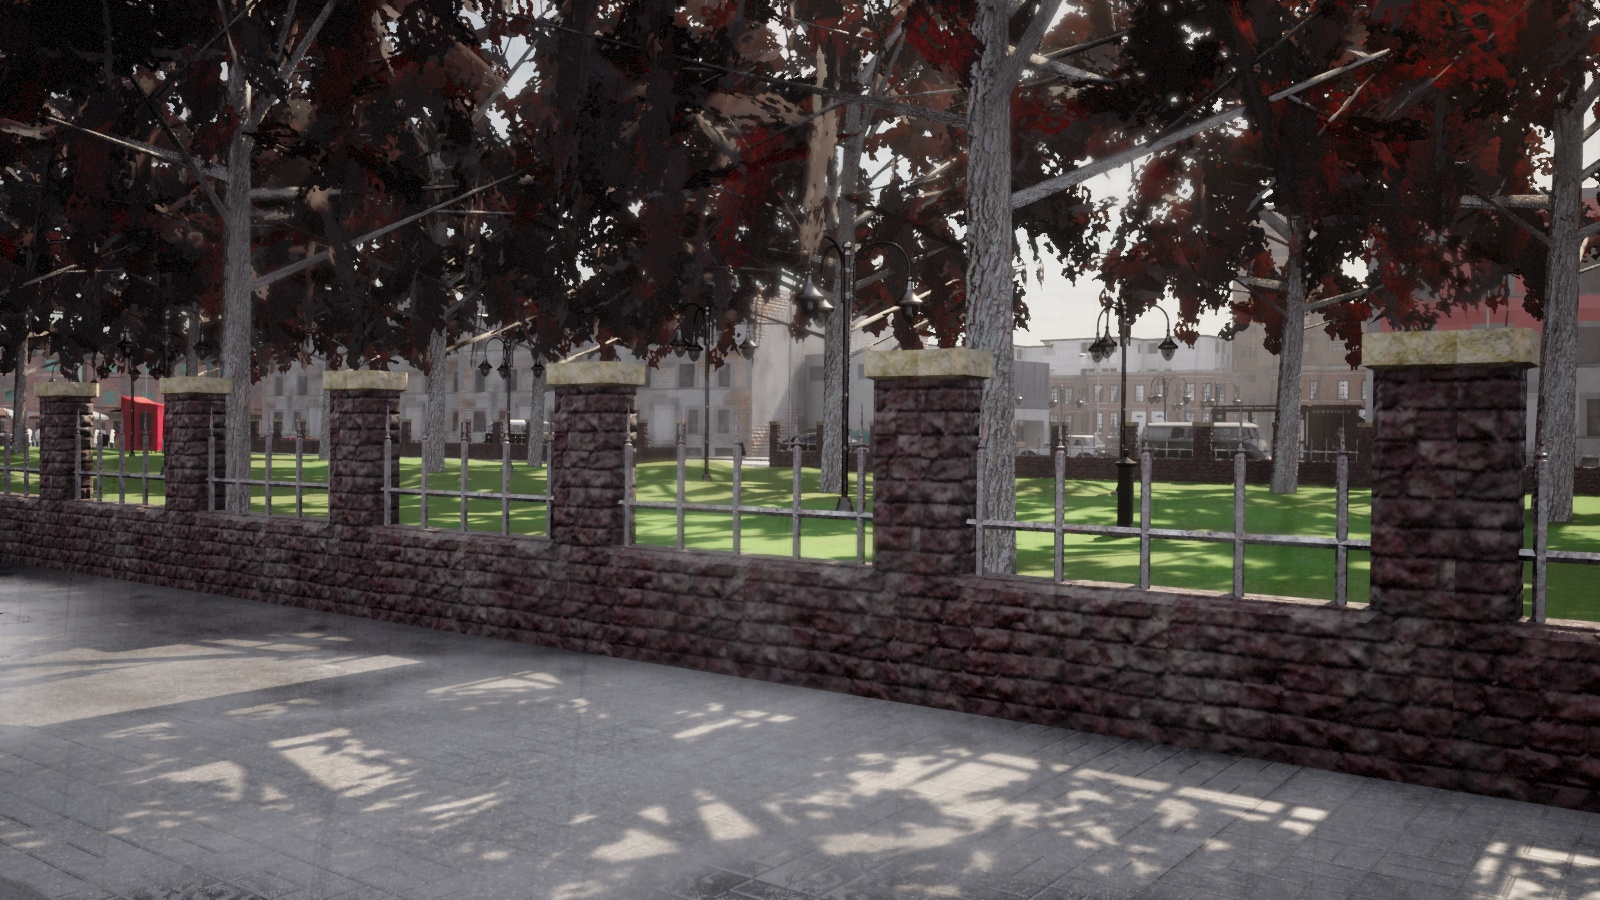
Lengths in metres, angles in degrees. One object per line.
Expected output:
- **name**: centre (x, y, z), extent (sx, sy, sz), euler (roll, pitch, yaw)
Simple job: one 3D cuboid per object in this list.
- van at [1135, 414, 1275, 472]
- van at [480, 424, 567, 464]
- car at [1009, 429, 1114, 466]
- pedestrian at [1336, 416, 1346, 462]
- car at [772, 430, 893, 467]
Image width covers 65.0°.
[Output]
- **van**: centre (14.447, -0.263, 44.913), extent (4.442, 1.987, 1.775), euler (1, 1, 36)
- **van**: centre (-14.624, -0.319, 66.344), extent (4.480, 2.038, 2.069), euler (0, 1, 36)
- **car**: centre (10.930, -0.119, 52.483), extent (3.806, 1.475, 1.970), euler (0, 1, 36)
- **pedestrian**: centre (21.950, -0.454, 50.966), extent (0.376, 1.854, 0.720), euler (0, 1, 22)
- **car**: centre (1.402, -0.070, 54.542), extent (4.902, 1.511, 2.128), euler (0, 1, 36)
